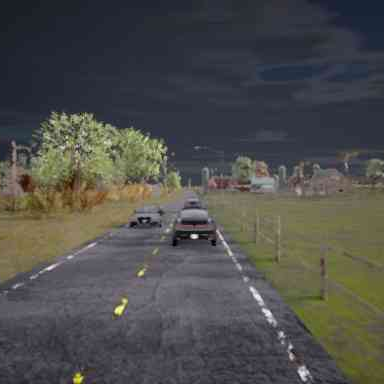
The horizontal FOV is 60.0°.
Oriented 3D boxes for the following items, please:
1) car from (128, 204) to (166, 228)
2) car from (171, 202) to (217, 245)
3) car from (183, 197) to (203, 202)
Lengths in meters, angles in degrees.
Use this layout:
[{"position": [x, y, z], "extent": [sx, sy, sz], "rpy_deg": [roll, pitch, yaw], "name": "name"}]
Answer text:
[{"position": [-2.739, 1.463, 21.147], "extent": [1.994, 1.385, 4.181], "rpy_deg": [0, 0, 0], "name": "car"}, {"position": [0.099, 1.434, 15.212], "extent": [1.837, 1.490, 4.892], "rpy_deg": [0, 1, 0], "name": "car"}, {"position": [0.116, 1.323, 34.516], "extent": [1.837, 1.490, 4.892], "rpy_deg": [0, 0, 0], "name": "car"}]
